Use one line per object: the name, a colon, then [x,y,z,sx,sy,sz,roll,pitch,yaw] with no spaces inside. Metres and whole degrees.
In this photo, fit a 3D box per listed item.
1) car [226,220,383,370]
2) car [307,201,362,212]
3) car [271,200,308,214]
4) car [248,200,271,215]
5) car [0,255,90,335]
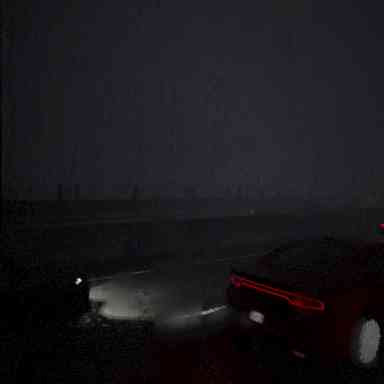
car: [2.857,1.475,5.785,5.008,1.535,1.882,0,0,-36]
car: [10.974,1.515,24.720,4.674,1.442,1.812,0,0,-35]
car: [9.294,1.480,27.821,4.902,1.511,2.128,0,0,-35]
car: [7.251,1.480,30.662,4.902,1.511,2.128,0,0,-35]
car: [-3.836,1.564,5.308,4.181,1.385,1.994,0,0,-36]
